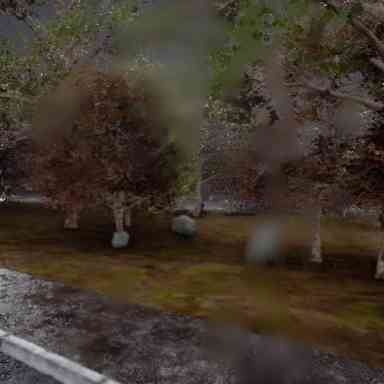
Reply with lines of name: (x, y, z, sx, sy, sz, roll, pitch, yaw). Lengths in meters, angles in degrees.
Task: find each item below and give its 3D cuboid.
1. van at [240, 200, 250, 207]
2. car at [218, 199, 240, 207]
van: (13.284, 3.085, 92.766, 1.878, 1.987, 4.442, 4, 1, 45)
car: (9.443, 2.819, 88.897, 2.435, 2.045, 5.566, 4, 0, 45)
